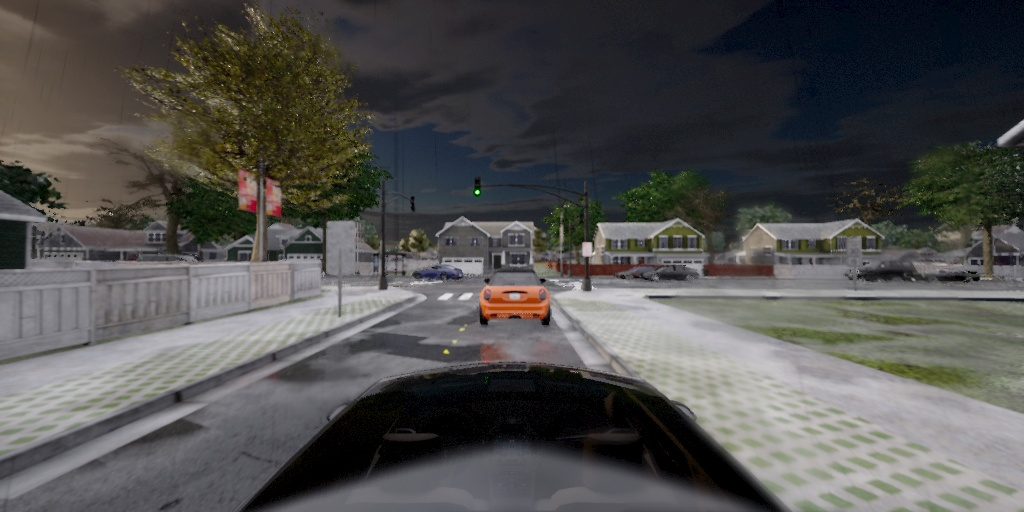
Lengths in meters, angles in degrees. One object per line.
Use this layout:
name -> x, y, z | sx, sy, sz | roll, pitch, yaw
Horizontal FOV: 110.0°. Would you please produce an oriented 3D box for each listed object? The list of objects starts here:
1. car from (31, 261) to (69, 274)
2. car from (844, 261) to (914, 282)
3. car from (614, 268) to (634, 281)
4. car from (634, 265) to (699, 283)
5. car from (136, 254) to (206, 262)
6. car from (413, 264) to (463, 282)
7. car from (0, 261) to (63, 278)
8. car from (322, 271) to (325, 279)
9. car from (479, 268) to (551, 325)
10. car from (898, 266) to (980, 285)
car -> -39.931, 1.147, 29.127 | 4.902, 1.511, 2.128 | 0, -1, 1
car -> 35.296, 1.455, 34.323 | 5.566, 2.045, 2.150 | 0, -1, 1
car -> 12.731, 1.661, 34.770 | 5.357, 1.411, 2.033 | 0, -1, 1
car -> 13.742, 1.564, 31.503 | 4.892, 1.490, 1.837 | 0, -1, 1
car -> -23.620, 0.924, 25.538 | 5.566, 2.045, 2.150 | 0, -1, 1
car -> -6.518, 1.458, 31.490 | 4.674, 1.442, 1.812 | 0, -2, 25
car -> -44.368, 1.194, 32.589 | 4.892, 1.490, 1.837 | 0, -1, 1
car -> -17.604, 1.296, 28.665 | 4.902, 1.511, 2.128 | 0, -1, 1
car -> 0.102, 1.172, 12.219 | 2.097, 1.767, 4.553 | 0, 0, 1
car -> 37.020, 1.783, 31.024 | 4.718, 1.301, 1.895 | 0, -1, 1
